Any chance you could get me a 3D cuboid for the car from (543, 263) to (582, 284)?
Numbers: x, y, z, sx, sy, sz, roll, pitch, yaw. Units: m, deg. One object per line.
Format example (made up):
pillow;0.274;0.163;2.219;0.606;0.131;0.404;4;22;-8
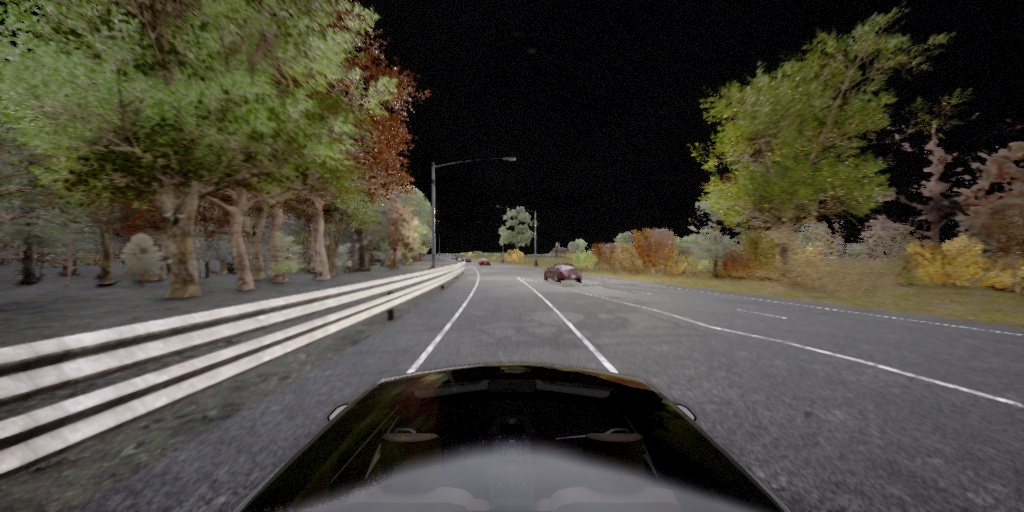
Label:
car;3.776;1.259;27.145;1.812;1.442;4.674;0;0;-13
